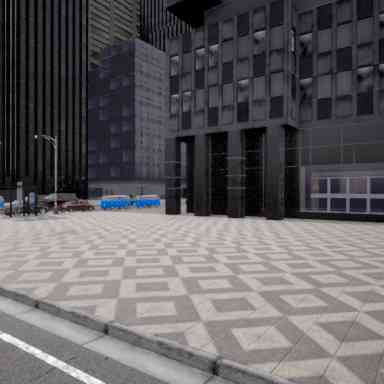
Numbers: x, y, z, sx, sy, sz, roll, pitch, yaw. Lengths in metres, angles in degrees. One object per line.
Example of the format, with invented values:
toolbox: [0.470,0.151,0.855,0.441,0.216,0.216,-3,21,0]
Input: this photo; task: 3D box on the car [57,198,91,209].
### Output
car: [-16.323,1.549,46.097,1.802,1.307,4.206,0,0,35]

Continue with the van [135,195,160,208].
van: [-6.084,1.330,45.778,1.690,1.788,3.998,0,0,35]

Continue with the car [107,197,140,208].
car: [-10.282,1.477,49.966,1.837,1.490,4.892,0,0,36]

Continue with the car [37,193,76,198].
car: [-16.712,1.198,40.951,2.150,2.045,5.566,0,0,35]

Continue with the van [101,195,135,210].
van: [-9.376,1.332,41.153,1.690,1.788,3.998,0,0,35]

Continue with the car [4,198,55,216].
car: [-15.963,1.549,31.903,2.008,1.369,4.403,0,0,35]

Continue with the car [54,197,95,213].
car: [-12.670,1.576,36.528,1.802,1.307,4.206,0,0,35]
